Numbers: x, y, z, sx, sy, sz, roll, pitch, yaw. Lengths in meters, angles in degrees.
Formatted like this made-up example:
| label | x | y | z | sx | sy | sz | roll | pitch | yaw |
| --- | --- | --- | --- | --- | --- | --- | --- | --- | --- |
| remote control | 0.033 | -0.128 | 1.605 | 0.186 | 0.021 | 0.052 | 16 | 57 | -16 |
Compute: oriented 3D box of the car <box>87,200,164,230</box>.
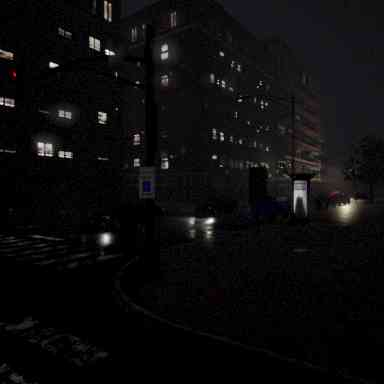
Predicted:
| label | x | y | z | sx | sy | sz | roll | pitch | yaw |
| --- | --- | --- | --- | --- | --- | --- | --- | --- | --- |
| car | -3.829 | 1.263 | 19.804 | 1.882 | 1.535 | 5.008 | 0 | 1 | 37 |

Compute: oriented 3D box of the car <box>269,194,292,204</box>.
| label | x | y | z | sx | sy | sz | roll | pitch | yaw |
| --- | --- | --- | --- | --- | --- | --- | --- | --- | --- |
| car | 12.537 | 0.933 | 46.933 | 1.802 | 1.307 | 4.206 | 1 | 1 | 36 |

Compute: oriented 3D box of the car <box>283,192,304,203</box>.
| label | x | y | z | sx | sy | sz | roll | pitch | yaw |
| --- | --- | --- | --- | --- | --- | --- | --- | --- | --- |
| car | 15.720 | 0.801 | 51.388 | 1.752 | 1.417 | 4.829 | 1 | 1 | 36 |

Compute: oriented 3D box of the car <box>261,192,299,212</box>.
| label | x | y | z | sx | sy | sz | roll | pitch | yaw |
| --- | --- | --- | --- | --- | --- | --- | --- | --- | --- |
| car | 8.676 | 0.897 | 32.399 | 2.097 | 1.767 | 4.553 | 0 | 1 | 36 |

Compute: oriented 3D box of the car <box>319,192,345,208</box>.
| label | x | y | z | sx | sy | sz | roll | pitch | yaw |
| --- | --- | --- | --- | --- | --- | --- | --- | --- | --- |
| car | 15.511 | 0.979 | 37.538 | 1.887 | 1.381 | 4.507 | 1 | 1 | 36 |

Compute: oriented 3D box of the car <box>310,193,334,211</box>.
| label | x | y | z | sx | sy | sz | roll | pitch | yaw |
| --- | --- | --- | --- | --- | --- | --- | --- | --- | --- |
| car | 12.226 | 1.078 | 32.939 | 1.947 | 1.339 | 4.313 | 1 | 1 | 36 |

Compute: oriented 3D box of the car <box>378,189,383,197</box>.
| label | x | y | z | sx | sy | sz | roll | pitch | yaw |
| --- | --- | --- | --- | --- | --- | --- | --- | --- | --- |
| car | 41.792 | 0.355 | 74.333 | 1.887 | 1.381 | 4.507 | 1 | 1 | 36 |

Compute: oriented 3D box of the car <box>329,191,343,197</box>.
| label | x | y | z | sx | sy | sz | roll | pitch | yaw |
| --- | --- | --- | --- | --- | --- | --- | --- | --- | --- |
| car | 32.227 | 0.428 | 74.499 | 1.887 | 1.381 | 4.507 | 1 | 1 | 36 |

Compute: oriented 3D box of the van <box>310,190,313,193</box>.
| label | x | y | z | sx | sy | sz | roll | pitch | yaw |
| --- | --- | --- | --- | --- | --- | --- | --- | --- | --- |
| van | 19.102 | 0.536 | 56.117 | 1.690 | 1.788 | 3.998 | 1 | 1 | 36 |

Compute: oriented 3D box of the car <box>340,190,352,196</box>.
| label | x | y | z | sx | sy | sz | roll | pitch | yaw |
| --- | --- | --- | --- | --- | --- | --- | --- | --- | --- |
| car | 38.791 | 0.278 | 83.688 | 2.008 | 1.369 | 4.403 | 1 | 1 | 36 |

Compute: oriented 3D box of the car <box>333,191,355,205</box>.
| label | x | y | z | sx | sy | sz | roll | pitch | yaw |
| --- | --- | --- | --- | --- | --- | --- | --- | --- | --- |
| car | 18.797 | 0.923 | 42.138 | 1.947 | 1.339 | 4.313 | 1 | 1 | 36 |

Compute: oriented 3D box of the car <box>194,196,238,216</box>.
| label | x | y | z | sx | sy | sz | roll | pitch | yaw |
| --- | --- | --- | --- | --- | --- | --- | --- | --- | --- |
| car | 2.094 | 1.123 | 28.084 | 1.882 | 1.535 | 5.008 | 0 | 1 | 36 |

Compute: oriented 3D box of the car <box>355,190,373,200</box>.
| label | x | y | z | sx | sy | sz | roll | pitch | yaw |
| --- | --- | --- | --- | --- | --- | --- | --- | --- | --- |
| car | 28.652 | 0.563 | 55.934 | 1.967 | 1.590 | 4.097 | 1 | 1 | 36 |

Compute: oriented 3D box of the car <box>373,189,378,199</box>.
| label | x | y | z | sx | sy | sz | roll | pitch | yaw |
| --- | --- | --- | --- | --- | --- | --- | --- | --- | --- |
| car | 31.937 | 0.590 | 60.535 | 1.887 | 1.381 | 4.507 | 1 | 1 | 36 |

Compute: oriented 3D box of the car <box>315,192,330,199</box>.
| label | x | y | z | sx | sy | sz | roll | pitch | yaw |
| --- | --- | --- | --- | --- | --- | --- | --- | --- | --- |
| car | 25.664 | 0.621 | 65.311 | 1.802 | 1.307 | 4.206 | 1 | 1 | 36 |

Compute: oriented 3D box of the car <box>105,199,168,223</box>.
| label | x | y | z | sx | sy | sz | roll | pitch | yaw |
| --- | --- | --- | --- | --- | --- | --- | --- | --- | --- |
| car | -3.871 | 1.283 | 23.960 | 1.887 | 1.381 | 4.507 | 1 | 1 | 36 |

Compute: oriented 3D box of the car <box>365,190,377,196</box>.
| label | x | y | z | sx | sy | sz | roll | pitch | yaw |
| --- | --- | --- | --- | --- | --- | --- | --- | --- | --- |
| car | 44.183 | 0.216 | 82.110 | 1.994 | 1.385 | 4.181 | 0 | 1 | 36 |

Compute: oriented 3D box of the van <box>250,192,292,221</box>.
| label | x | y | z | sx | sy | sz | roll | pitch | yaw |
| --- | --- | --- | --- | --- | --- | --- | --- | --- | --- |
| van | 5.657 | 1.008 | 23.736 | 1.690 | 1.788 | 3.998 | 1 | 1 | 36 |

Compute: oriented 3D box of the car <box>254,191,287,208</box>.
| label | x | y | z | sx | sy | sz | roll | pitch | yaw |
| --- | --- | --- | --- | --- | --- | --- | --- | --- | --- |
| car | 8.989 | 0.837 | 37.715 | 2.097 | 1.767 | 4.553 | 0 | 1 | 36 |

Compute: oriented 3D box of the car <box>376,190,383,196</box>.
| label | x | y | z | sx | sy | sz | roll | pitch | yaw |
| --- | --- | --- | --- | --- | --- | --- | --- | --- | --- |
| car | 45.077 | 0.315 | 78.932 | 1.802 | 1.307 | 4.206 | 1 | 1 | 36 |
